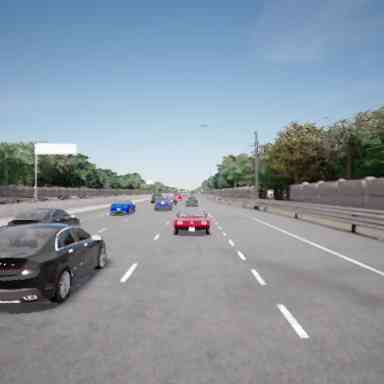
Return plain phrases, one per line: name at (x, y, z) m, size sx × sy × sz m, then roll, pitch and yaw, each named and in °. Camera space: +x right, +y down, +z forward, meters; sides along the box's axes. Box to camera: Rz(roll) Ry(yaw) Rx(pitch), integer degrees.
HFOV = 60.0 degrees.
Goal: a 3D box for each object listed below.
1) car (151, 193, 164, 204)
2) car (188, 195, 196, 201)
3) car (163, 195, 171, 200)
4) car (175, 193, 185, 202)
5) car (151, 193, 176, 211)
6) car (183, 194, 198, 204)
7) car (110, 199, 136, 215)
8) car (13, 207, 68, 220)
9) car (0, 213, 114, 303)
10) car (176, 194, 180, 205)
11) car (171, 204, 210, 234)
car at (-7.008, 1.266, 68.232) m, size 2.150 × 2.045 × 5.566 m, roll 0°, pitch 0°, yaw 0°
car at (-0.010, 1.561, 84.190) m, size 1.837 × 1.490 × 4.892 m, roll 0°, pitch 0°, yaw 0°
car at (-7.011, 1.596, 94.241) m, size 1.812 × 1.442 × 4.674 m, roll 0°, pitch 0°, yaw 0°
car at (-3.510, 1.282, 81.262) m, size 2.150 × 2.045 × 5.566 m, roll 0°, pitch 0°, yaw 0°
car at (-3.505, 1.372, 42.081) m, size 2.097 × 1.767 × 4.553 m, roll 0°, pitch 0°, yaw 0°
car at (-0.006, 1.522, 54.124) m, size 2.128 × 1.511 × 4.902 m, roll 0°, pitch 0°, yaw 0°
car at (-7.003, 1.493, 34.182) m, size 1.882 × 1.535 × 5.008 m, roll 0°, pitch 0°, yaw 0°
car at (-7.003, 1.513, 16.191) m, size 1.837 × 1.490 × 4.892 m, roll 0°, pitch 0°, yaw 0°
car at (-3.501, 1.509, 8.170) m, size 1.837 × 1.490 × 4.892 m, roll 0°, pitch 0°, yaw 0°
car at (-3.506, 1.561, 59.127) m, size 1.812 × 1.442 × 4.674 m, roll 0°, pitch 0°, yaw 0°
car at (-0.003, 1.608, 19.135) m, size 1.895 × 1.301 × 4.718 m, roll 0°, pitch 0°, yaw 0°
